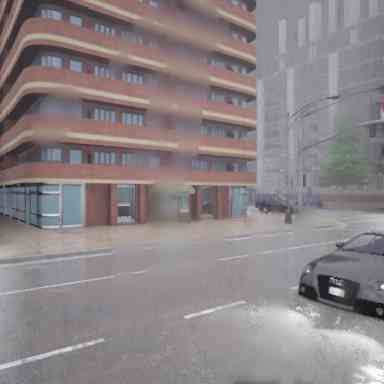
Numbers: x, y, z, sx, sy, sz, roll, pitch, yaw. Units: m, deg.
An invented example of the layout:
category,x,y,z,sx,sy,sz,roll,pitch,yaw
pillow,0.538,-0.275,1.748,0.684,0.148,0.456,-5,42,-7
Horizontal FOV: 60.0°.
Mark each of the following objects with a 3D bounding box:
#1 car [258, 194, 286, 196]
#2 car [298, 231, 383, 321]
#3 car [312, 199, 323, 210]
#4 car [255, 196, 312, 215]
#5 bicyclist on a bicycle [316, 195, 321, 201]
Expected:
category,x,y,z,sx,sy,sz,roll,pitch,yaw
car,9.692,1.222,37.735,2.150,2.045,5.566,0,0,-36
car,4.149,1.564,6.997,4.181,1.385,1.994,0,0,-36
car,14.487,1.477,43.369,1.882,1.535,5.008,0,0,-36
car,8.866,1.491,32.937,2.128,1.511,4.902,0,0,-36
bicyclist on a bicycle,17.805,1.301,46.934,1.656,1.620,0.582,0,0,-36
